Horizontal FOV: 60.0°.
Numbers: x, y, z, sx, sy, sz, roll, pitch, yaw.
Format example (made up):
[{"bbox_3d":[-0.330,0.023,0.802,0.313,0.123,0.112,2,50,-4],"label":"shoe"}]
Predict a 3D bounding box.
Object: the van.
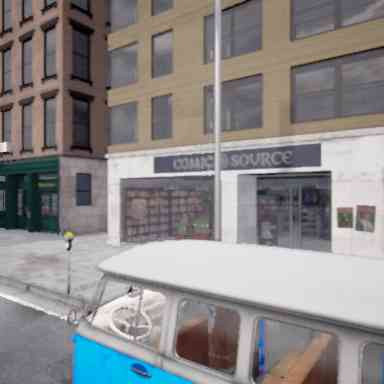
[{"bbox_3d":[0.838,1.341,2.263,3.998,1.788,1.690,0,0,36],"label":"van"}]
